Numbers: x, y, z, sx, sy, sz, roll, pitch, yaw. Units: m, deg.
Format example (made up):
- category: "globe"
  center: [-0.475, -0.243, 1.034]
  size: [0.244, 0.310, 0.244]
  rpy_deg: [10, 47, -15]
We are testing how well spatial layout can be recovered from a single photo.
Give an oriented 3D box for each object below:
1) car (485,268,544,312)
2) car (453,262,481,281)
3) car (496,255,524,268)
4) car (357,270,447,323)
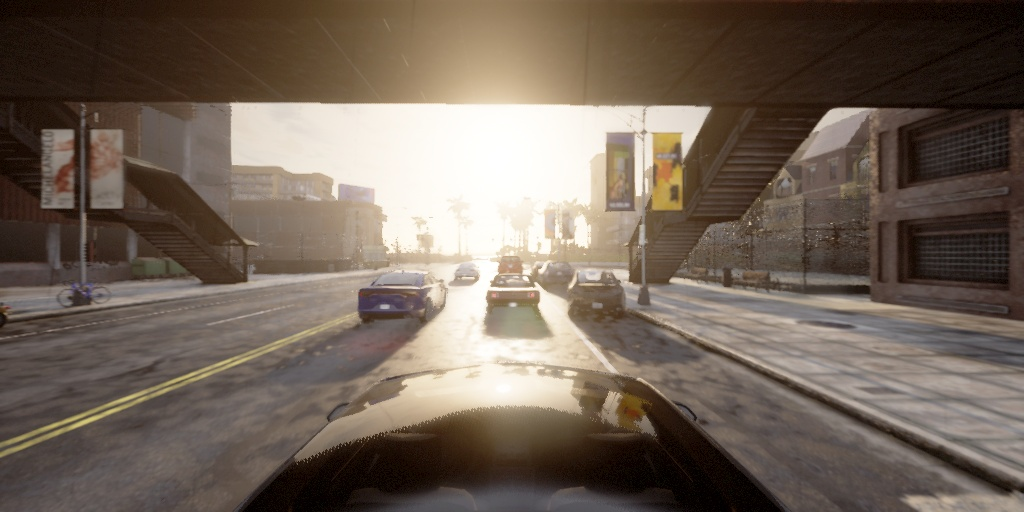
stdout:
- category: "car"
  center: [0.018, 1.340, 14.235]
  size: [1.895, 1.301, 4.718]
  rpy_deg: [0, 0, 0]
- category: "car"
  center: [-3.670, 1.250, 29.840]
  size: [1.812, 1.442, 4.674]
  rpy_deg: [0, 0, -1]
- category: "car"
  center: [-0.167, 0.947, 31.346]
  size: [2.150, 2.045, 5.566]
  rpy_deg: [0, 0, -1]
- category: "car"
  center: [-3.456, 1.217, 12.159]
  size: [1.882, 1.535, 5.008]
  rpy_deg: [0, 0, -1]
